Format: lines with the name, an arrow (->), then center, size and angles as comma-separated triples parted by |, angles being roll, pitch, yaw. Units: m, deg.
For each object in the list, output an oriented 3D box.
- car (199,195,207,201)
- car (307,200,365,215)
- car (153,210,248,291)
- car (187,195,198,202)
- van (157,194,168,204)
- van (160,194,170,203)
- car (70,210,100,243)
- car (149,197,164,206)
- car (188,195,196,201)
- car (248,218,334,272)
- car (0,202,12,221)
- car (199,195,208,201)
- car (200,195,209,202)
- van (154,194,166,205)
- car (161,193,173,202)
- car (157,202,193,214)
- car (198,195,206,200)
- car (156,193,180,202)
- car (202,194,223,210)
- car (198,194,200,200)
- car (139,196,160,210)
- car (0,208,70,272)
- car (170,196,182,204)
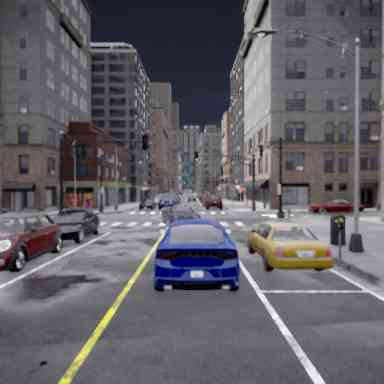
car -> 2.825, 1.507, 87.514 | 1.947, 1.339, 4.313 | -1, 0, 0
car -> 13.348, 1.412, 31.074 | 4.718, 1.301, 1.895 | -1, 1, -1
car -> 0.095, 1.466, 8.984 | 1.882, 1.535, 5.008 | 0, 0, 0
car -> -0.028, 1.472, 72.260 | 2.128, 1.511, 4.902 | 0, 0, 0
van -> -5.705, 1.302, 65.168 | 1.690, 1.788, 3.998 | -1, 0, 0
van -> -5.707, 1.297, 70.753 | 1.690, 1.788, 3.998 | -1, 0, 0
car -> -5.682, 1.547, 15.951 | 1.947, 1.339, 4.313 | -1, 0, 0
car -> -5.698, 1.493, 53.826 | 1.752, 1.417, 4.829 | -1, 0, 0
car -> -0.033, 1.415, 82.712 | 1.895, 1.301, 4.718 | 0, 0, 0
car -> 2.844, 1.511, 10.629 | 1.752, 1.417, 4.829 | -1, 0, 0
car -> -18.038, 1.623, 27.748 | 5.008, 1.535, 1.882 | -1, 1, -1
car -> 2.826, 1.512, 81.928 | 1.947, 1.339, 4.313 | -1, 0, 0
car -> 2.826, 1.477, 76.513 | 1.752, 1.417, 4.829 | -1, 0, 0
van -> -5.702, 1.305, 59.581 | 1.690, 1.788, 3.998 | -1, 0, 0
car -> -5.710, 1.266, 76.339 | 2.192, 1.841, 5.009 | -1, 0, 0
car -> -0.921, 1.585, 22.240 | 1.895, 1.301, 4.718 | 0, 0, -13
car -> 2.824, 1.486, 93.100 | 2.008, 1.369, 4.403 | -1, 0, 0
car -> -3.113, 1.193, 43.678 | 2.150, 2.045, 5.566 | 0, 0, 0
car -> 2.829, 1.287, 42.827 | 2.192, 1.841, 5.009 | -1, 0, 0
car -> 2.826, 1.276, 65.170 | 2.192, 1.841, 5.009 | -1, 0, 0
car -> -5.694, 1.538, 42.824 | 1.947, 1.339, 4.313 | -1, 0, 0
car -> -5.681, 1.426, 10.454 | 1.967, 1.590, 4.097 | -1, 0, 0
car -> -3.061, 1.509, 63.994 | 2.033, 1.411, 5.357 | 0, 0, 0
